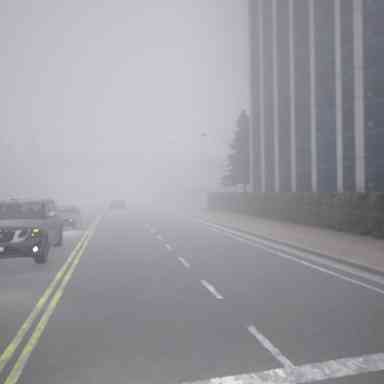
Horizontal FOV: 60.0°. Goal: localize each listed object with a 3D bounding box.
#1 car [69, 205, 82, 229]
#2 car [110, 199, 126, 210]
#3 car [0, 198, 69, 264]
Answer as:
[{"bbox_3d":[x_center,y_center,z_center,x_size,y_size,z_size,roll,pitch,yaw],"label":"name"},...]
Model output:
[{"bbox_3d":[-8.550,1.628,22.556,2.033,1.411,5.357,-1,0,-13],"label":"car"},{"bbox_3d":[-9.627,1.560,43.106,1.994,1.385,4.181,-1,0,-13],"label":"car"},{"bbox_3d":[-6.139,1.289,12.192,2.150,2.045,5.566,-1,0,-13],"label":"car"}]
